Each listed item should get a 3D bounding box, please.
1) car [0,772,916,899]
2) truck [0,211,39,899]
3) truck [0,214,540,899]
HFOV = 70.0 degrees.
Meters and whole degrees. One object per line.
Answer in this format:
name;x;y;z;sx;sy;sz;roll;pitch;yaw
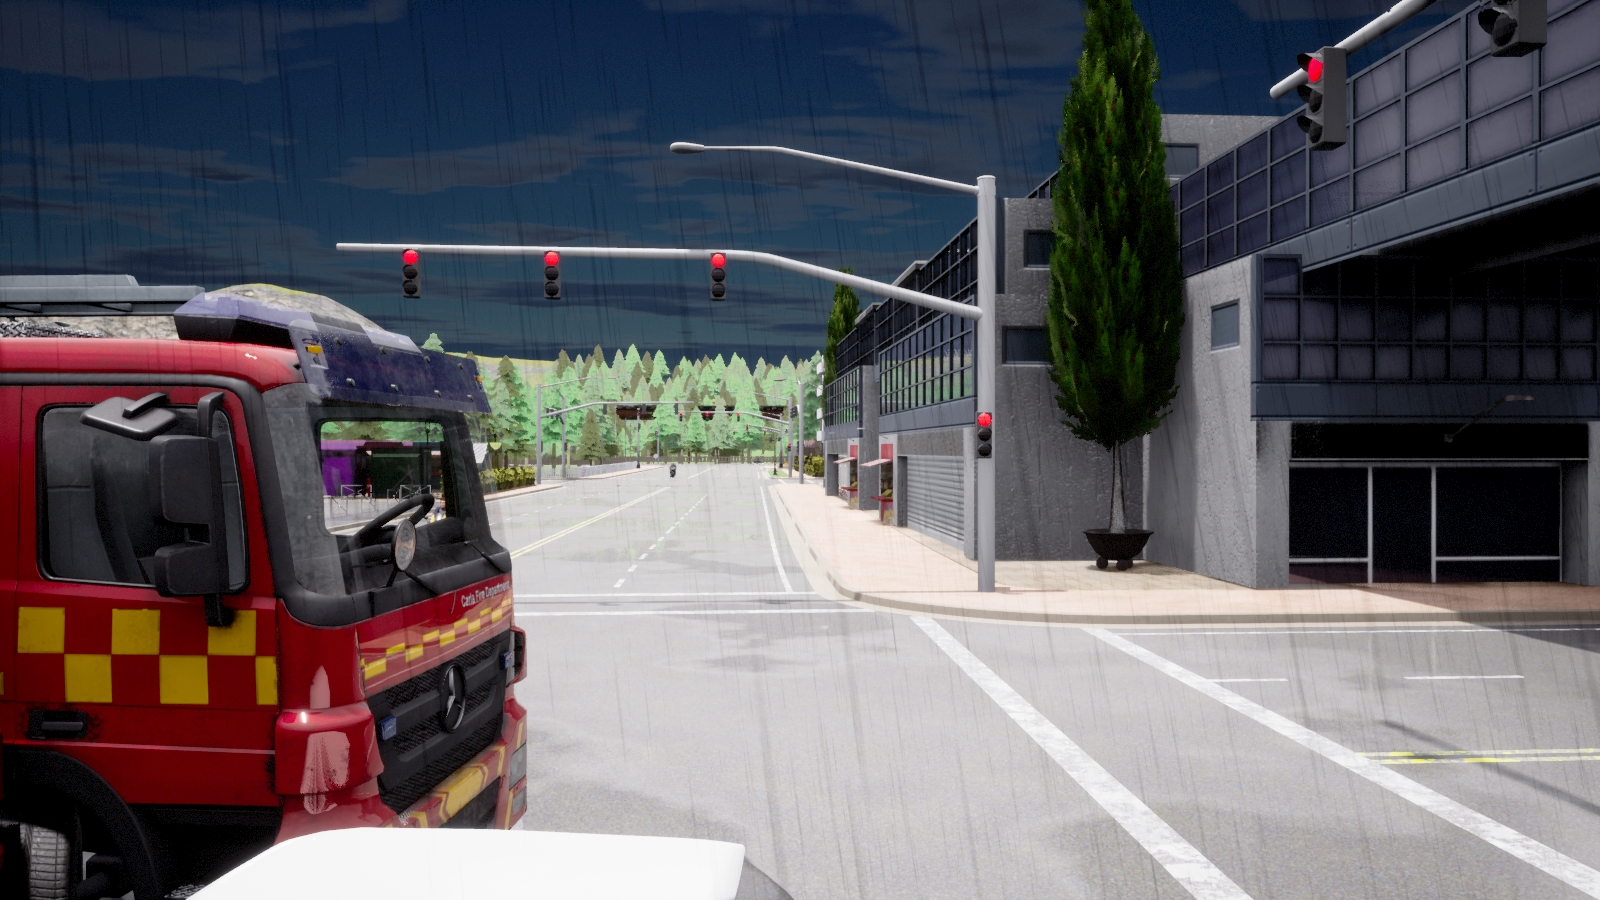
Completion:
car;-1.549;2.065;3.579;3.806;1.475;1.970;0;0;5
truck;-7.587;0.890;3.490;8.468;3.827;2.891;0;0;-3
truck;-6.102;0.890;6.659;8.468;3.827;2.891;0;0;4
